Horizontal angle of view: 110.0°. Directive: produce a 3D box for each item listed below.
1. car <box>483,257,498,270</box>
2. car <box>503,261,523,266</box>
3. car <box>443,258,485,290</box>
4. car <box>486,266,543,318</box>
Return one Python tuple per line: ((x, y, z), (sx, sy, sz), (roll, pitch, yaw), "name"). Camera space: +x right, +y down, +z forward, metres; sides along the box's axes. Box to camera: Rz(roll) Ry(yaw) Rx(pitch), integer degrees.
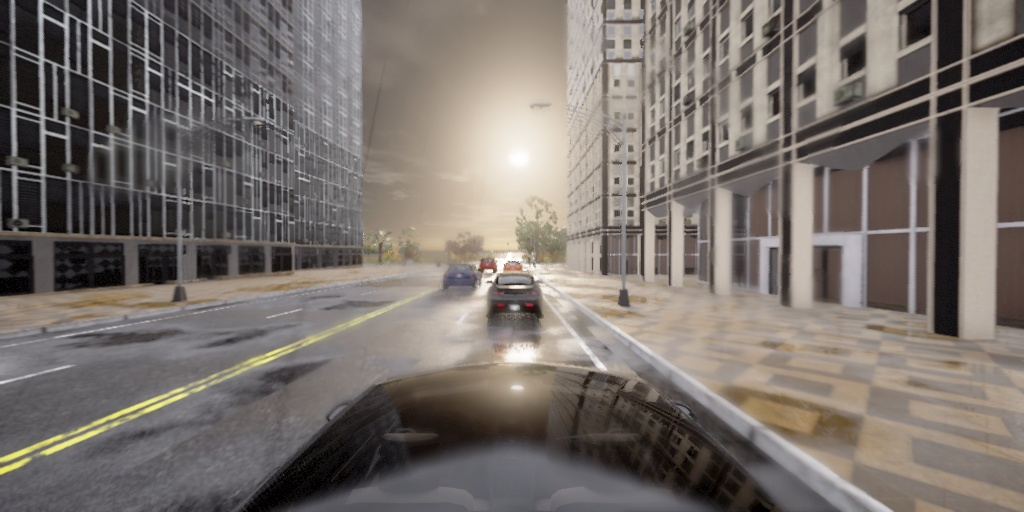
((-3.153, 1.195, 48.357), (2.150, 2.045, 5.566), (0, 0, 0), "car")
((0.098, 1.290, 39.906), (2.097, 1.767, 4.553), (0, 0, 0), "car")
((-3.151, 1.212, 23.558), (2.097, 1.767, 4.553), (0, 0, 0), "car")
((0.100, 1.316, 13.307), (1.837, 1.490, 4.892), (0, 0, 0), "car")
